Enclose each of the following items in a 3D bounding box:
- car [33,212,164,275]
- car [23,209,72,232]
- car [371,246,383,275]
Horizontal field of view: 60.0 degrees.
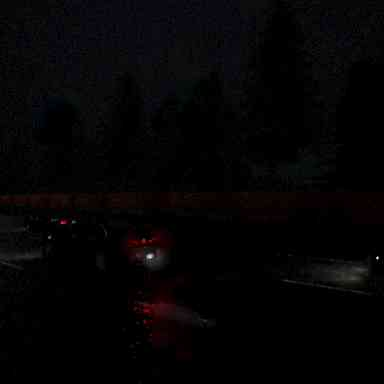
[{"bbox_3d":[-3.070,1.606,10.967,4.892,1.490,1.837,-1,0,39],"label":"car"},{"bbox_3d":[-8.374,1.750,20.215,5.357,1.411,2.033,-1,-1,43],"label":"car"},{"bbox_3d":[7.153,1.564,7.517,5.357,1.411,2.033,-1,-1,35],"label":"car"}]
